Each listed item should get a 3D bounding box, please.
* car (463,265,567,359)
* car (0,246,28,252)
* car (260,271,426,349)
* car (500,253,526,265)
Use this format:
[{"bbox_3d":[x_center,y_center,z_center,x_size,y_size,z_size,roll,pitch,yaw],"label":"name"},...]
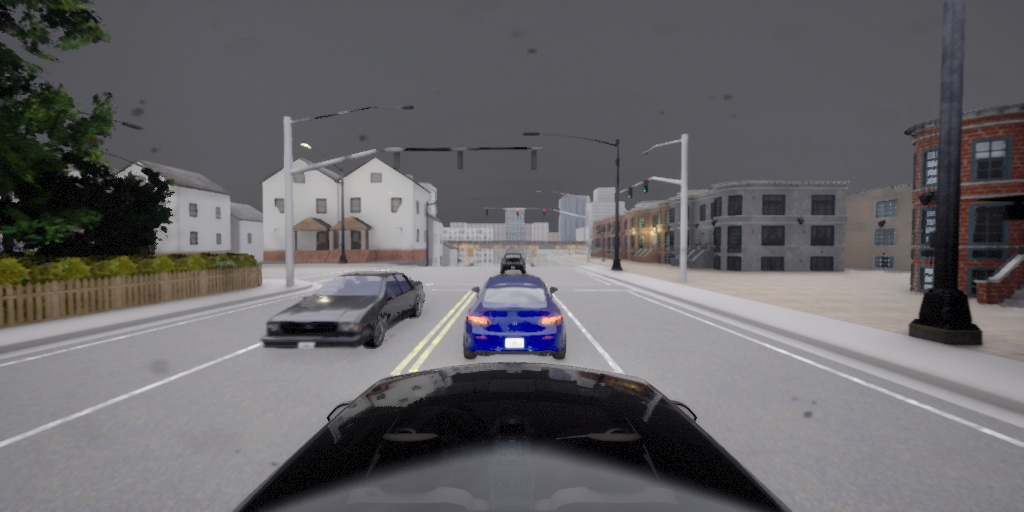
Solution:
[{"bbox_3d":[0.059,1.112,7.815,1.812,1.442,4.674,0,2,0],"label":"car"},{"bbox_3d":[-44.713,0.195,30.712,5.566,2.045,2.150,0,2,0],"label":"car"},{"bbox_3d":[-3.564,1.105,8.901,2.033,1.411,5.357,0,1,0],"label":"car"},{"bbox_3d":[0.088,0.525,28.942,1.837,1.490,4.892,0,1,0],"label":"car"}]
